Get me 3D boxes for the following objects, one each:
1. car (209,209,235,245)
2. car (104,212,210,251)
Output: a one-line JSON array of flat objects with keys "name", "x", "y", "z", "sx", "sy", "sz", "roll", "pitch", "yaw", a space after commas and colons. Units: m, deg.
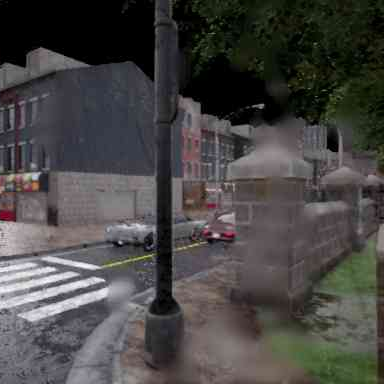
[{"name": "car", "x": 2.263, "y": 1.447, "z": 14.392, "sx": 1.812, "sy": 1.442, "sz": 4.674, "roll": 0, "pitch": 0, "yaw": 36}, {"name": "car", "x": -1.395, "y": 1.549, "z": 14.151, "sx": 1.895, "sy": 1.301, "sz": 4.718, "roll": 0, "pitch": 0, "yaw": 35}]
